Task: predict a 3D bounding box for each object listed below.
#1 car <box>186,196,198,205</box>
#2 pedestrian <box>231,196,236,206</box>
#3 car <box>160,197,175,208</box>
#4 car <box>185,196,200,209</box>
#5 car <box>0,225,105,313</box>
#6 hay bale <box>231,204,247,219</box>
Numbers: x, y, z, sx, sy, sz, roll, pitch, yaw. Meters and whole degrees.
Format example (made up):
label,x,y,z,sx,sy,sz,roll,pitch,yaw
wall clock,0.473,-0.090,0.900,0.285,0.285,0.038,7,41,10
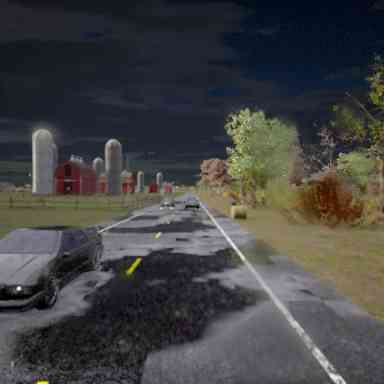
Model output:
label,x,y,z,sx,sy,sz,roll,pitch,yaw
car,-0.024,1.499,60.092,2.128,1.511,4.902,0,0,0
pedestrian,3.688,1.306,29.429,0.375,1.860,0.375,-1,1,-2
car,-3.596,1.496,49.135,2.128,1.511,4.902,0,0,0
car,0.046,1.570,46.602,1.994,1.385,4.181,0,0,0
car,-3.604,1.548,8.107,2.033,1.411,5.357,0,0,0
hay bale,3.995,1.659,28.311,1.220,1.180,1.240,1,1,0
